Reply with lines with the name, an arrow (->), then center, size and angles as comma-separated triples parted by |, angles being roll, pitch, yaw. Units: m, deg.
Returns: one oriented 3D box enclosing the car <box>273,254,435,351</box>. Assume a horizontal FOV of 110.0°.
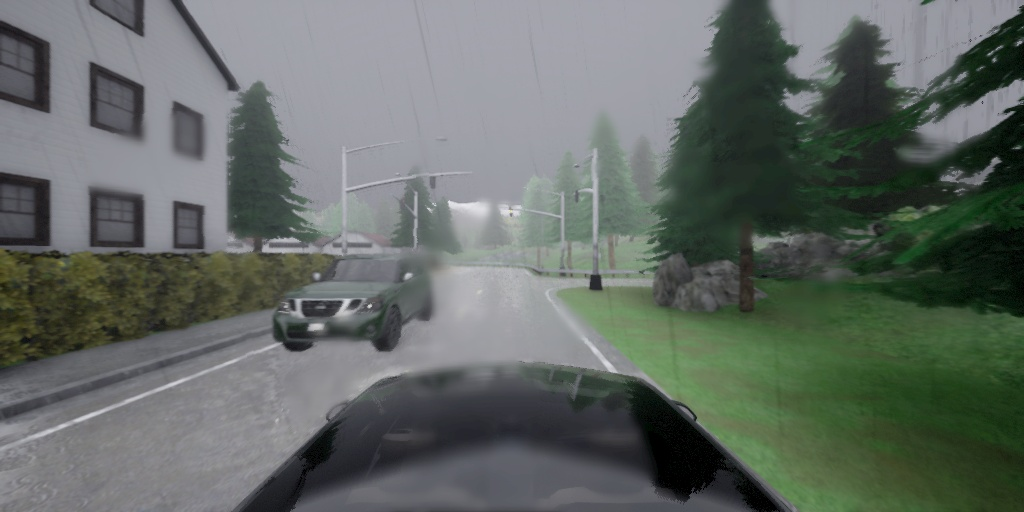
car -> -3.518, 0.964, 9.288 | 2.150, 2.045, 5.566 | 0, 0, 0
